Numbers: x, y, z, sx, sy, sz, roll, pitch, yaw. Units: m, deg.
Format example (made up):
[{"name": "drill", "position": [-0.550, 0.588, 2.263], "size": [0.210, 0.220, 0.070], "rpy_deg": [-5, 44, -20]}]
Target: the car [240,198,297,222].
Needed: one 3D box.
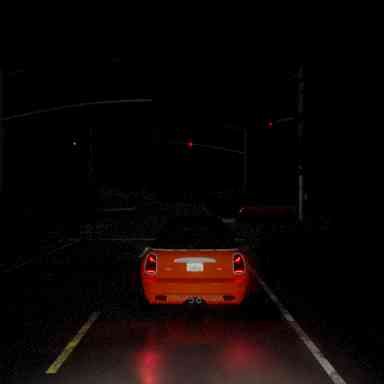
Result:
[{"name": "car", "position": [5.648, 1.337, 25.751], "size": [4.553, 1.767, 2.097], "rpy_deg": [0, 0, 3]}]

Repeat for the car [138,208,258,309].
[{"name": "car", "position": [0.059, 1.352, 8.026], "size": [2.097, 1.767, 4.553], "rpy_deg": [0, 0, 0]}]
